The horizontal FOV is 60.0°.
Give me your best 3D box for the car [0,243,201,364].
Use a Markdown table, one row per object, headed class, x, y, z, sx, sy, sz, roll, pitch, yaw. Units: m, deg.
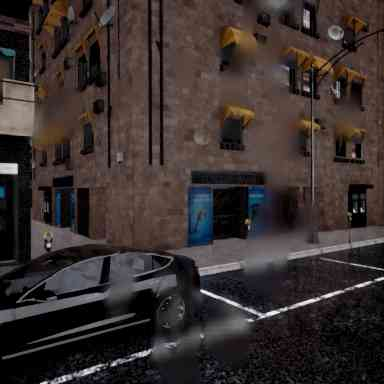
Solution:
| class | x | y | z | sx | sy | sz | roll | pitch | yaw |
| --- | --- | --- | --- | --- | --- | --- | --- | --- | --- |
| car | -1.837 | 1.566 | 5.256 | 4.313 | 1.339 | 1.947 | 0 | 0 | -36 |
